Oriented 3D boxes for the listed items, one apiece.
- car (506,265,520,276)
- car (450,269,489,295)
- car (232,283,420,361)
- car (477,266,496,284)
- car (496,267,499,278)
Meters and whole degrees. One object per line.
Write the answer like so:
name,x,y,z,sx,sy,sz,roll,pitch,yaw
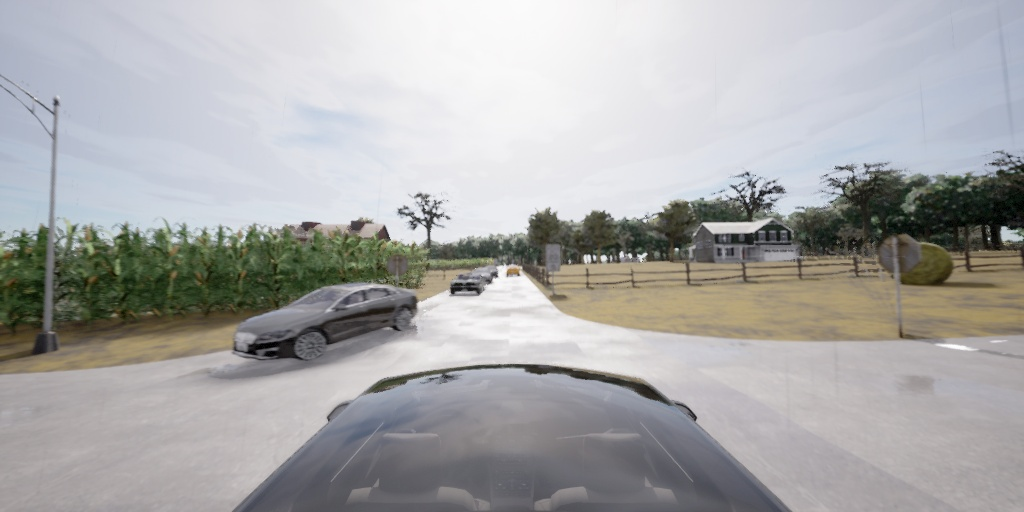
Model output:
car,0.164,2.063,50.664,1.882,1.535,5.008,0,-1,0
car,-2.822,1.758,23.544,1.895,1.301,4.718,0,-1,0
car,-4.643,1.557,9.788,2.128,1.511,4.902,0,3,27
car,-2.804,1.853,33.785,1.812,1.442,4.674,0,-1,0
car,-2.720,2.011,46.075,1.882,1.535,5.008,0,-1,1
